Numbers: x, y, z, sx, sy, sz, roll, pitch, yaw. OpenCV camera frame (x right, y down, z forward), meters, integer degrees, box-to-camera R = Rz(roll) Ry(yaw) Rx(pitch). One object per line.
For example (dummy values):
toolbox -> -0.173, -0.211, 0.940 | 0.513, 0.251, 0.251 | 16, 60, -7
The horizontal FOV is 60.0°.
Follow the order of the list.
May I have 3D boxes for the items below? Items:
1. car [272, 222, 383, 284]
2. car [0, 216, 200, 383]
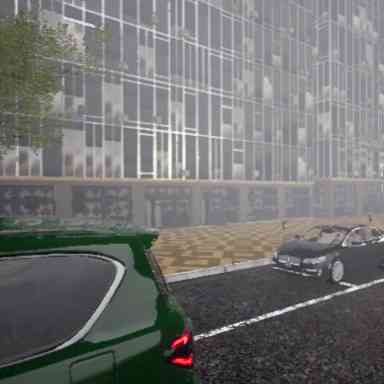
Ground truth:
car -> 4.168, 1.587, 9.543 | 4.403, 1.369, 2.008 | 0, -1, -35
car -> -2.534, 1.217, 1.564 | 5.566, 2.045, 2.150 | 0, 0, -35
